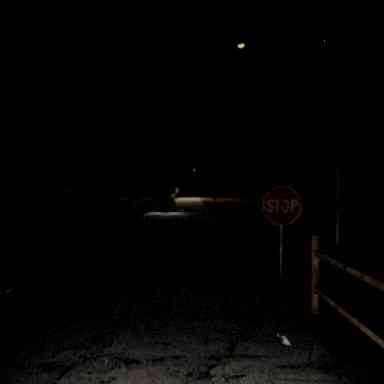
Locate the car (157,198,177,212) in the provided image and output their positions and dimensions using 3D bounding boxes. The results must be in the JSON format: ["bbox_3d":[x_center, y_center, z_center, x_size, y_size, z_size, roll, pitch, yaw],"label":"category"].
[{"bbox_3d":[-2.702,1.364,36.529,1.882,1.535,5.008,0,2,0],"label":"car"}]
